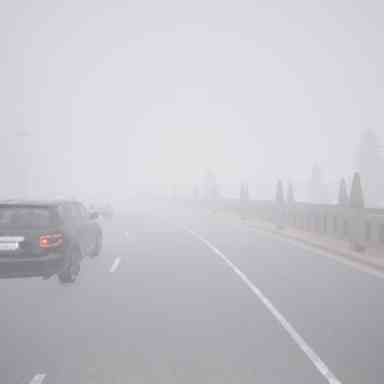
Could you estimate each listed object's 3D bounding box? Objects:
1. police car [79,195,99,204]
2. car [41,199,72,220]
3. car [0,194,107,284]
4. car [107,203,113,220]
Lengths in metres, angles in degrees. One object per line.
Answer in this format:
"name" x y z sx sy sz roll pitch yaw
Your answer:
"police car" -18.984 1.331 61.219 1.930 1.638 5.238 -1 0 -36
"car" -11.948 1.465 29.606 2.128 1.511 4.902 0 0 -17
"car" -4.074 1.207 9.538 2.150 2.045 5.566 0 0 -6
"car" -7.525 1.551 27.239 1.895 1.301 4.718 0 0 -16
